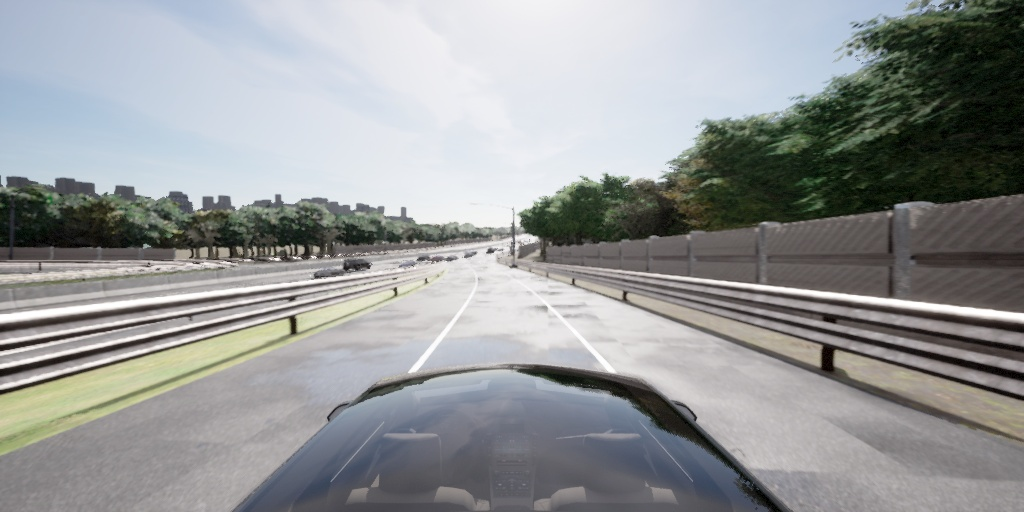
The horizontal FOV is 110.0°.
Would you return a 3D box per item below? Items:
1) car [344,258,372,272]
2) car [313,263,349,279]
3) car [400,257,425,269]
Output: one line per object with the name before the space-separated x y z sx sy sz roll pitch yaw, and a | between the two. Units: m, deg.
car | -25.130 1.354 58.324 2.150 2.045 5.566 0 2 8
car | -23.396 2.101 45.964 1.994 1.385 4.181 0 2 8
car | -17.508 1.520 62.032 2.033 1.411 5.357 0 3 9
